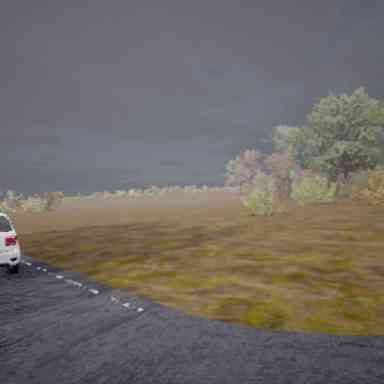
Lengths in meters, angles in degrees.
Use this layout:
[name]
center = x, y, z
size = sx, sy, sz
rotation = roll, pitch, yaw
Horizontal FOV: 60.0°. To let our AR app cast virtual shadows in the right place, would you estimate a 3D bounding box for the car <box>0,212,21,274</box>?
[car]
center = -7.524, 1.743, 11.503
size = 2.150, 2.045, 5.566
rotation = -2, -1, -37
